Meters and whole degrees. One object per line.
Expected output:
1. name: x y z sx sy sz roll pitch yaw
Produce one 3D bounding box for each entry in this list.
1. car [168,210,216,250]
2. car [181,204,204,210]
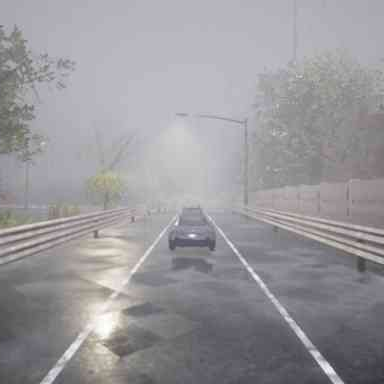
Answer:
1. car: 0.018 1.709 15.071 1.994 1.385 4.181 0 0 0
2. car: 0.030 1.780 30.097 2.128 1.511 4.902 0 0 0
